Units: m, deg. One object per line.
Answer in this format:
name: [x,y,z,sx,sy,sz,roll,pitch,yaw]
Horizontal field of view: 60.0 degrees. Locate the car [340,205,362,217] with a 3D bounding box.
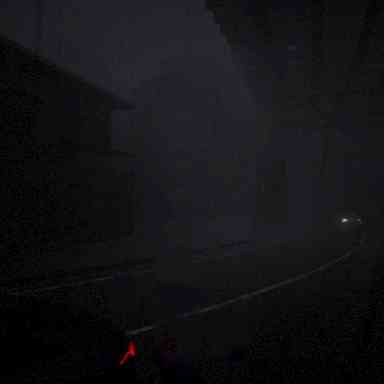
car: [18.268,2.112,38.309,1.895,1.301,4.718,0,-1,18]

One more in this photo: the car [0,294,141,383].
car: [-2.476,1.586,2.439,4.181,1.385,1.994,0,0,-37]

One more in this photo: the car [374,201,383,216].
car: [21.348,2.016,35.802,2.033,1.411,5.357,0,-1,18]
